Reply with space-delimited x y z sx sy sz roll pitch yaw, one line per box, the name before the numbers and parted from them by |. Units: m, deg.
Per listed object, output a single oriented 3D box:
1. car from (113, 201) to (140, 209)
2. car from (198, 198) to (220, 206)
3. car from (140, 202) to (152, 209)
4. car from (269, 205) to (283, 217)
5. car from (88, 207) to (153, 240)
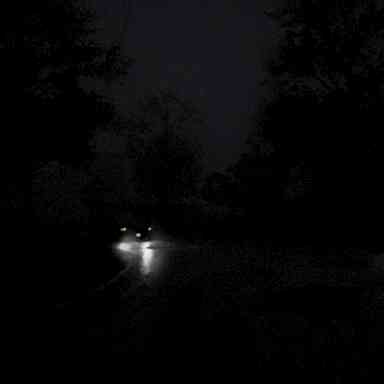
car | -9.689 2.035 46.555 2.185 1.767 4.553 0 0 -35
car | 3.030 2.251 71.039 1.946 1.575 5.366 1 -1 -36
car | -7.140 2.195 48.441 2.002 1.452 4.674 0 0 -36
car | 10.591 2.273 37.700 1.837 1.490 4.892 3 -2 -35
car | -4.201 1.792 18.687 2.033 1.411 5.357 3 -3 -36
